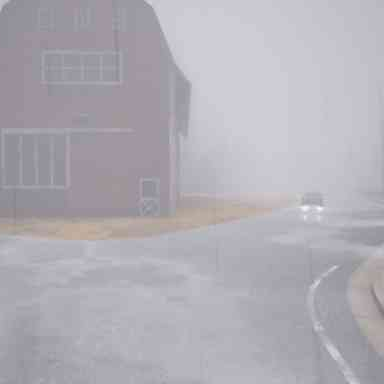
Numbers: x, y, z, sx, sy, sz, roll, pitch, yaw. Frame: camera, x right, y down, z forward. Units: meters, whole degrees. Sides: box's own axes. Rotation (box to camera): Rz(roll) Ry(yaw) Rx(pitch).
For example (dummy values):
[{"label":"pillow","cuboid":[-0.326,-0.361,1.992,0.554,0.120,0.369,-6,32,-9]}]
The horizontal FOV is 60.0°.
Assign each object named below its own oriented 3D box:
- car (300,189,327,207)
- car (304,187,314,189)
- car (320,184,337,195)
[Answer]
[{"label":"car","cuboid":[11.864,0.657,32.690,1.994,1.385,4.181,1,2,23]},{"label":"car","cuboid":[19.910,-0.095,56.518,1.882,1.535,5.008,0,2,15]},{"label":"car","cuboid":[24.574,-0.447,60.265,2.150,2.045,5.566,0,2,11]}]
